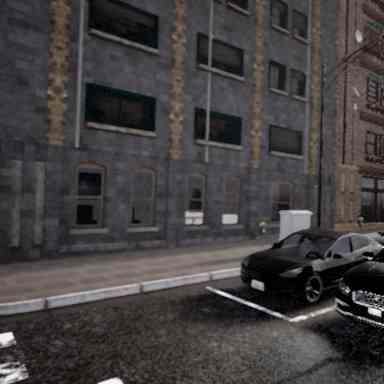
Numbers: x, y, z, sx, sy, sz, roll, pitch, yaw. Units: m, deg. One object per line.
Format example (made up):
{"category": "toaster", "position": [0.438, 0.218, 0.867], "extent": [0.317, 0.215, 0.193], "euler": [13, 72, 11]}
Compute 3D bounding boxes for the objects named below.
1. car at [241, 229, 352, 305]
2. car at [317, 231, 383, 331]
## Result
{"category": "car", "position": [3.188, 1.641, 8.321], "extent": [4.313, 1.339, 1.947], "euler": [1, 1, -35]}
{"category": "car", "position": [4.738, 1.593, 6.413], "extent": [4.892, 1.490, 1.837], "euler": [1, 0, -35]}
